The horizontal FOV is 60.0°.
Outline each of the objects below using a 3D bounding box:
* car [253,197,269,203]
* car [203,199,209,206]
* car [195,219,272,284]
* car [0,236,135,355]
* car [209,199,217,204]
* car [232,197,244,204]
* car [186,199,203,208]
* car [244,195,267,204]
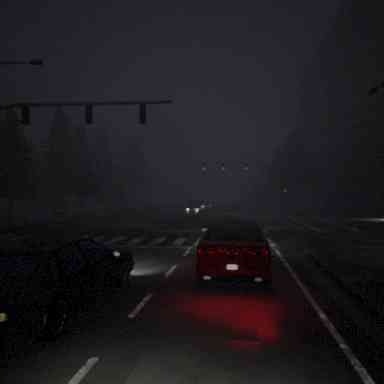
[{"bbox_3d":[18.912,2.215,91.108,4.674,1.442,1.812,0,-1,-38],"label":"car"},{"bbox_3d":[1.742,2.045,65.940,1.994,1.385,4.181,0,0,9],"label":"car"},{"bbox_3d":[1.257,1.553,9.968,1.882,1.535,5.008,0,0,8],"label":"car"},{"bbox_3d":[-2.756,1.592,6.558,2.033,1.411,5.357,0,0,8],"label":"car"},{"bbox_3d":[4.107,2.153,75.954,1.895,1.301,4.718,0,0,20],"label":"car"},{"bbox_3d":[11.959,2.102,83.509,1.882,1.535,5.008,0,-1,38],"label":"car"},{"bbox_3d":[0.319,1.934,56.165,1.812,1.442,4.674,0,0,8],"label":"car"},{"bbox_3d":[15.798,1.851,82.857,2.150,2.045,5.566,0,-1,38],"label":"car"}]
